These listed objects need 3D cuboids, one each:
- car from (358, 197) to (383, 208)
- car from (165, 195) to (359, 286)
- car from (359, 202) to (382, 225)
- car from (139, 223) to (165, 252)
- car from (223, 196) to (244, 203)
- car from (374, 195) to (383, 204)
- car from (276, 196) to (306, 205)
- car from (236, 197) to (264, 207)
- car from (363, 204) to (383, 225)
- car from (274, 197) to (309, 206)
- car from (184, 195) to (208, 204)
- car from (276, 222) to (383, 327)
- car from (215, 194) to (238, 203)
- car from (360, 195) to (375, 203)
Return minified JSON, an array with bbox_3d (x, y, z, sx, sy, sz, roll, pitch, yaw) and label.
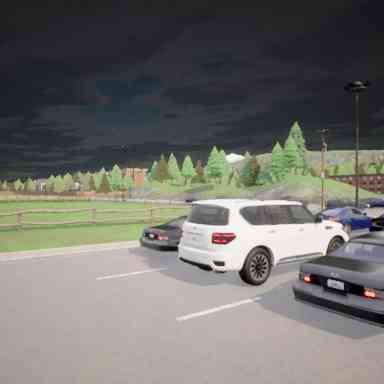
[{"bbox_3d":[26.277,1.506,47.175,1.812,1.442,4.674,0,0,-39],"label":"car"},{"bbox_3d":[2.240,1.218,9.662,5.566,2.045,2.150,0,0,-35],"label":"car"},{"bbox_3d":[8.442,1.519,18.431,4.674,1.442,1.812,0,0,-36],"label":"car"},{"bbox_3d":[0.660,1.544,12.834,5.357,1.411,2.033,0,0,-36],"label":"car"},{"bbox_3d":[8.800,1.533,70.746,1.994,1.385,4.181,0,0,-36],"label":"car"},{"bbox_3d":[24.779,1.507,43.488,1.812,1.442,4.674,0,0,-43],"label":"car"},{"bbox_3d":[17.480,1.485,58.773,1.837,1.490,4.892,0,0,-36],"label":"car"},{"bbox_3d":[9.117,1.549,52.404,1.994,1.385,4.181,0,0,-36],"label":"car"},{"bbox_3d":[10.306,1.471,15.469,5.008,1.535,1.882,0,0,-35],"label":"car"},{"bbox_3d":[16.196,1.529,54.584,2.033,1.411,5.357,0,0,-36],"label":"car"},{"bbox_3d":[0.745,1.462,63.877,1.882,1.535,5.008,0,0,-36],"label":"car"},{"bbox_3d":[4.357,1.544,6.871,5.357,1.411,2.033,0,0,-36],"label":"car"},{"bbox_3d":[6.888,1.334,67.408,2.097,1.767,4.553,0,0,-36],"label":"car"},{"bbox_3d":[18.567,1.476,39.721,2.128,1.511,4.902,0,0,-39],"label":"car"}]
